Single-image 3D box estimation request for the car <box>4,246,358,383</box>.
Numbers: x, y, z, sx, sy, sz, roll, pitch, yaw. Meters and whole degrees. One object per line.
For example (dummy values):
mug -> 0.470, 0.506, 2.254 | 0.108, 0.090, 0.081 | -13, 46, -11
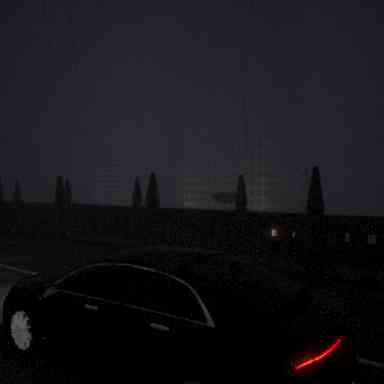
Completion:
car -> -0.569, 1.486, 4.351 | 4.892, 1.490, 1.837 | 0, 0, 35
